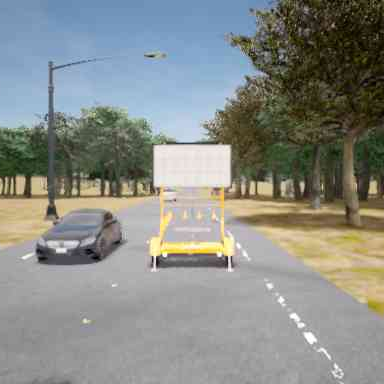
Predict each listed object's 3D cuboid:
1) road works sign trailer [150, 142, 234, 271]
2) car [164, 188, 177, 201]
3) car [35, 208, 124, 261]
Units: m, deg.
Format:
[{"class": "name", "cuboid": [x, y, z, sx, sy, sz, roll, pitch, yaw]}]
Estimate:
[{"class": "road works sign trailer", "cuboid": [0.009, 0.276, 10.181, 2.380, 3.560, 2.880, 0, 1, 0]}, {"class": "car", "cuboid": [-3.558, 0.396, 53.275, 2.150, 2.045, 5.566, 0, 1, 1]}, {"class": "car", "cuboid": [-3.596, 1.314, 11.470, 1.812, 1.442, 4.674, 0, 1, 0]}]
